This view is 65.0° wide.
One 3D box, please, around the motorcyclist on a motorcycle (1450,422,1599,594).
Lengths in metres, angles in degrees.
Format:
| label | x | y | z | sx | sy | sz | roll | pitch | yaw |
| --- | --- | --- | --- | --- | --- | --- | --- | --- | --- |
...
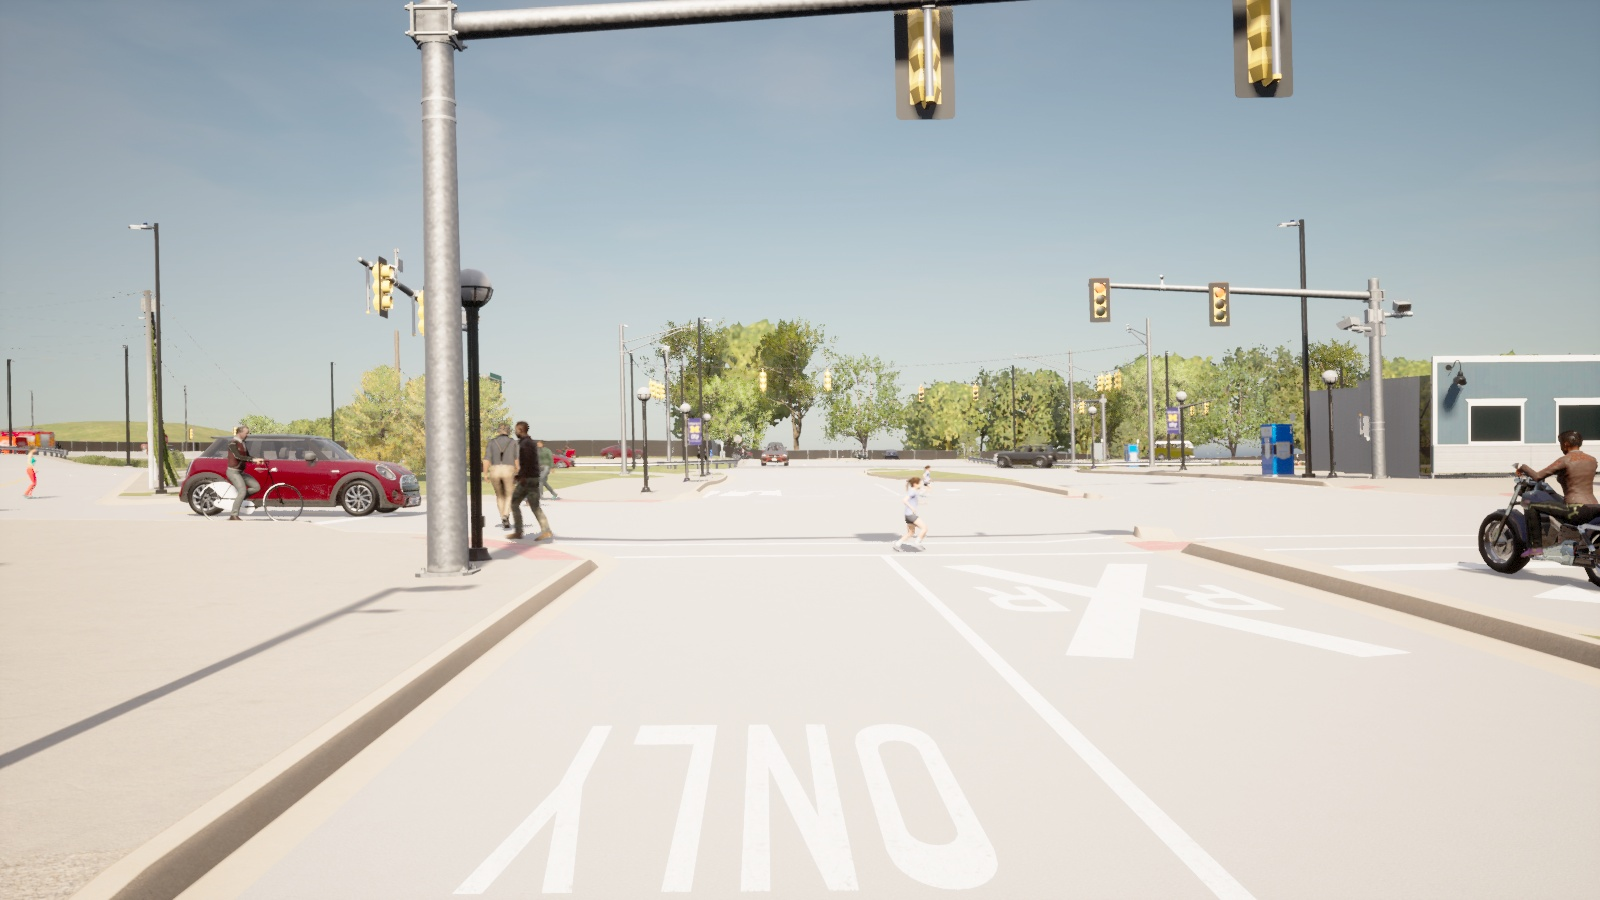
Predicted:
| label | x | y | z | sx | sy | sz | roll | pitch | yaw |
| --- | --- | --- | --- | --- | --- | --- | --- | --- | --- |
| motorcyclist on a motorcycle | 7.964 | 0.535 | 13.254 | 0.766 | 1.649 | 2.350 | -1 | 1 | -6 |

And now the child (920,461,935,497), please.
| label | x | y | z | sx | sy | sz | roll | pitch | yaw |
| --- | --- | --- | --- | --- | --- | --- | --- | --- | --- |
| child | 3.977 | 0.895 | 39.227 | 0.394 | 1.110 | 0.255 | -2 | -1 | -2 |

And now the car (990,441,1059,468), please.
| label | x | y | z | sx | sy | sz | roll | pitch | yaw |
| --- | --- | --- | --- | --- | --- | --- | --- | --- | --- |
| car | 16.583 | 0.325 | 92.675 | 4.605 | 1.855 | 1.932 | -1 | 2 | 27 |

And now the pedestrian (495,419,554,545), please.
| label | x | y | z | sx | sy | sz | roll | pitch | yaw |
| --- | --- | --- | --- | --- | --- | --- | --- | --- | --- |
| pedestrian | -4.114 | 0.473 | 18.774 | 0.703 | 1.840 | 0.431 | -2 | -1 | 9 |

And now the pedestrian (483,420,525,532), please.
| label | x | y | z | sx | sy | sz | roll | pitch | yaw |
| --- | --- | --- | --- | --- | --- | --- | --- | --- | --- |
| pedestrian | -5.017 | 0.438 | 21.334 | 0.540 | 1.848 | 0.694 | -2 | -1 | -4 |

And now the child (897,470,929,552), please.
| label | x | y | z | sx | sy | sz | roll | pitch | yaw |
| --- | --- | --- | --- | --- | --- | --- | --- | --- | --- |
| child | 1.564 | 0.838 | 17.362 | 0.394 | 1.110 | 0.255 | -2 | -1 | 2 |

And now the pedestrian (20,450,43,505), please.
| label | x | y | z | sx | sy | sz | roll | pitch | yaw |
| --- | --- | --- | --- | --- | --- | --- | --- | --- | --- |
| pedestrian | -26.166 | 0.937 | 42.784 | 0.594 | 1.836 | 0.345 | -2 | -1 | -24 |

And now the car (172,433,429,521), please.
| label | x | y | z | sx | sy | sz | roll | pitch | yaw |
| --- | --- | --- | --- | --- | --- | --- | --- | --- | --- |
| car | -10.303 | 0.550 | 26.207 | 4.553 | 1.767 | 2.097 | 0 | -1 | -2 |

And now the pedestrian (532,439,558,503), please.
| label | x | y | z | sx | sy | sz | roll | pitch | yaw |
| --- | --- | --- | --- | --- | --- | --- | --- | --- | --- |
| pedestrian | -7.477 | 0.601 | 36.784 | 0.353 | 1.847 | 0.614 | -2 | -1 | 42 |

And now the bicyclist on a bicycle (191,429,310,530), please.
| label | x | y | z | sx | sy | sz | roll | pitch | yaw |
| --- | --- | --- | --- | --- | --- | --- | --- | --- | --- |
| bicyclist on a bicycle | -9.852 | 0.525 | 22.564 | 1.843 | 1.776 | 0.659 | 0 | -1 | -2 |

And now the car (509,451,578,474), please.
| label | x | y | z | sx | sy | sz | roll | pitch | yaw |
| --- | --- | --- | --- | --- | --- | --- | --- | --- | --- |
| car | -16.955 | 0.804 | 83.119 | 4.193 | 1.474 | 1.816 | 0 | -1 | -2 |
